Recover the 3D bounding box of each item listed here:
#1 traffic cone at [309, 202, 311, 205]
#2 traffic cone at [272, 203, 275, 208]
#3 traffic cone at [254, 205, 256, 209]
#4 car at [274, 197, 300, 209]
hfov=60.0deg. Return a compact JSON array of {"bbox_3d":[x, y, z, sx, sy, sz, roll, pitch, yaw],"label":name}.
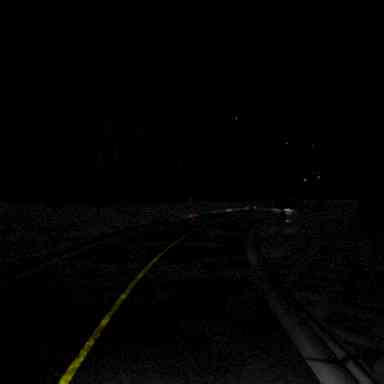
[{"bbox_3d":[18.666,1.791,52.490,0.340,0.580,0.340,0,1,-39],"label":"traffic cone"},{"bbox_3d":[11.091,1.817,45.291,0.340,0.580,0.340,1,0,42],"label":"traffic cone"},{"bbox_3d":[7.795,1.825,41.229,0.340,0.580,0.340,0,0,37],"label":"traffic cone"},{"bbox_3d":[12.452,1.406,43.144,1.812,1.442,4.674,0,0,41],"label":"car"}]
